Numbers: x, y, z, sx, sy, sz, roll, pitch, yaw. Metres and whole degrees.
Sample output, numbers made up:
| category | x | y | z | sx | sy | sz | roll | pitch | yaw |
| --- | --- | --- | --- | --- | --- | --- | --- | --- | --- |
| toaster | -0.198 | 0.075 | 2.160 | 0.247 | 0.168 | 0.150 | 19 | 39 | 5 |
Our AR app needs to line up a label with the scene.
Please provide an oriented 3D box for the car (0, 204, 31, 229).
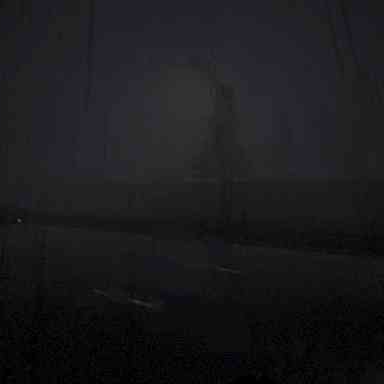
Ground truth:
| category | x | y | z | sx | sy | sz | roll | pitch | yaw |
| --- | --- | --- | --- | --- | --- | --- | --- | --- | --- |
| car | -12.348 | 1.524 | 21.365 | 4.902 | 1.511 | 2.128 | 0 | 0 | 35 |
